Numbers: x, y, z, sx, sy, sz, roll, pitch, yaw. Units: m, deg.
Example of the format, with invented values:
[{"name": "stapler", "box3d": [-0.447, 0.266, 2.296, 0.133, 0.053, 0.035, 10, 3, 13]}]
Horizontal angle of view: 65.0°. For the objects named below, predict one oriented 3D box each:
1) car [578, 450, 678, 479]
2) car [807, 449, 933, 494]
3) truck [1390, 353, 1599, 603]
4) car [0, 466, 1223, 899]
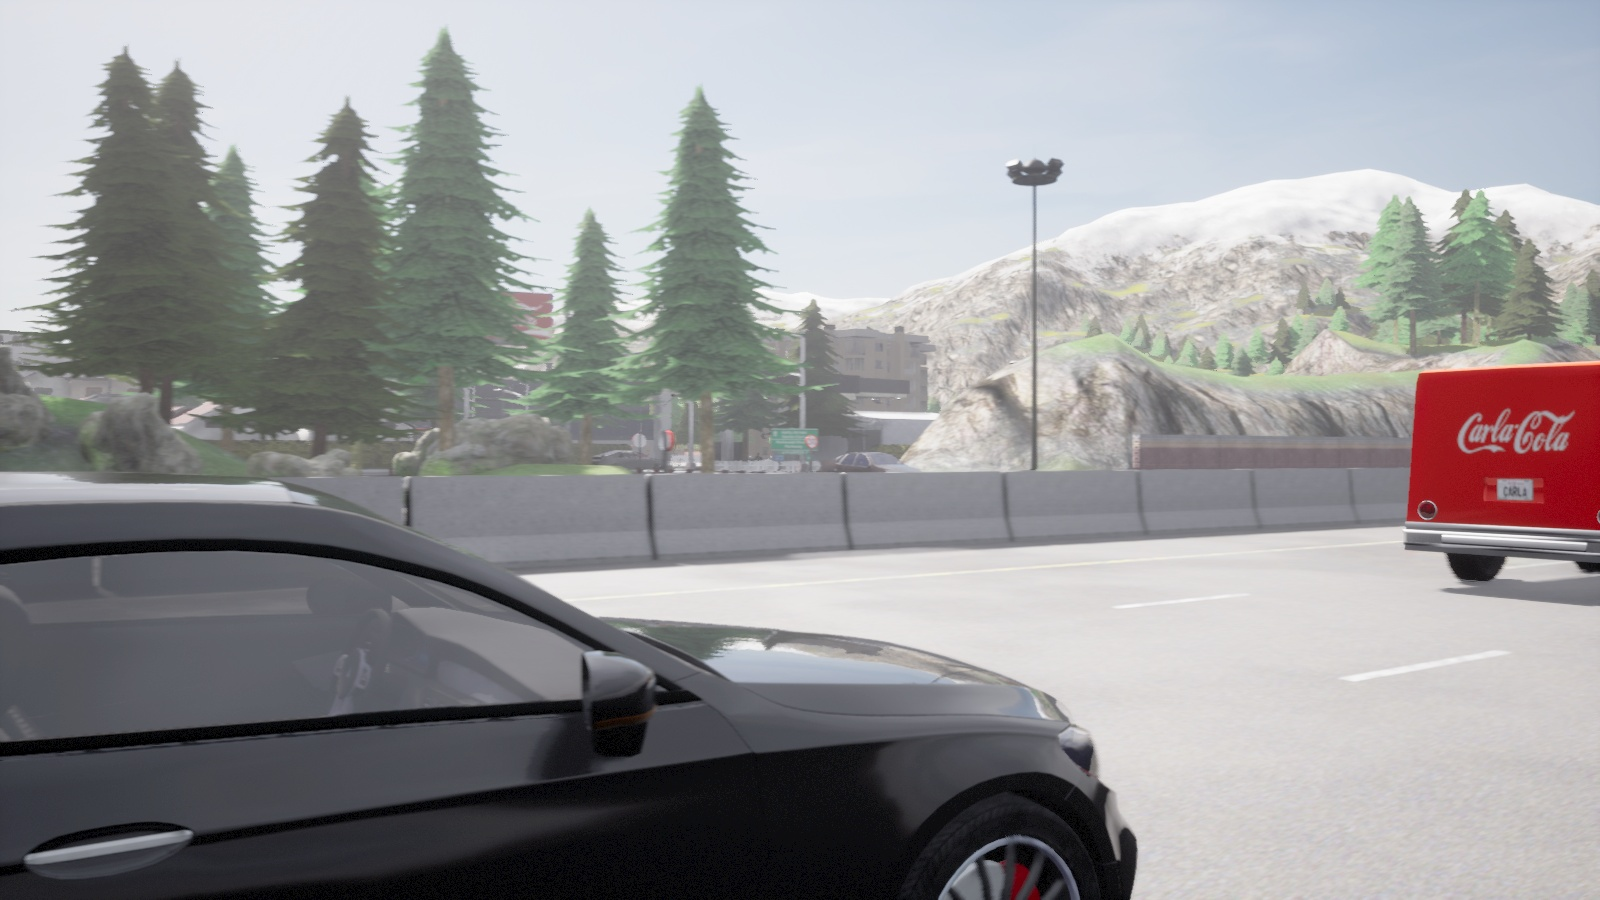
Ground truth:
[{"name": "car", "box3d": [-9.291, 0.774, 68.016, 4.902, 1.511, 2.128, 0, -1, -35]}, {"name": "car", "box3d": [2.679, 0.784, 49.363, 2.033, 1.411, 5.357, 0, 3, -35]}, {"name": "truck", "box3d": [9.545, 0.275, 14.568, 5.204, 2.467, 2.627, 0, 0, -35]}, {"name": "car", "box3d": [-1.312, 0.780, 2.746, 4.674, 1.442, 1.812, 0, 0, -35]}]
